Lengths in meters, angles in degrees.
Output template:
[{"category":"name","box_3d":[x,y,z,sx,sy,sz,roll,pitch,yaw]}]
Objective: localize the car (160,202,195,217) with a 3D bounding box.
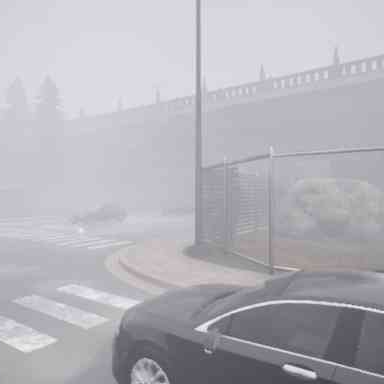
[{"category":"car","box_3d":[-1.004,1.651,32.769,1.895,1.301,4.718,0,0,36]}]

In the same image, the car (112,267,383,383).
[{"category":"car","box_3d":[1.324,1.506,3.075,4.892,1.490,1.837,1,0,36]}]

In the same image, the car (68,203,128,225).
[{"category":"car","box_3d":[-6.823,1.576,24.619,1.812,1.442,4.674,0,0,36]}]
